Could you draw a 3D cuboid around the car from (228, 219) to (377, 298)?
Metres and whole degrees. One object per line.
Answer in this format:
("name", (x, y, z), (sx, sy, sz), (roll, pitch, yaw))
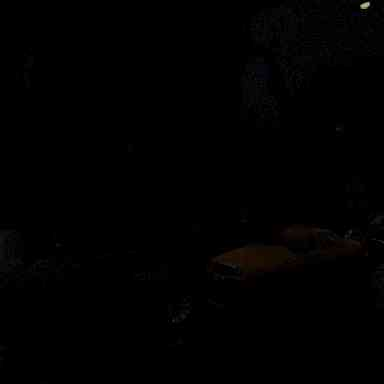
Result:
("car", (2.549, 1.525, 8.481), (4.829, 1.417, 1.752), (0, 0, -36))

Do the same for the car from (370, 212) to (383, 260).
("car", (7.109, 1.441, 11.745), (4.097, 1.590, 1.967), (0, 0, -36))

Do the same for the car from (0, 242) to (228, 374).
("car", (-1.734, 1.566, 5.414), (4.313, 1.339, 1.947), (0, 0, -36))
